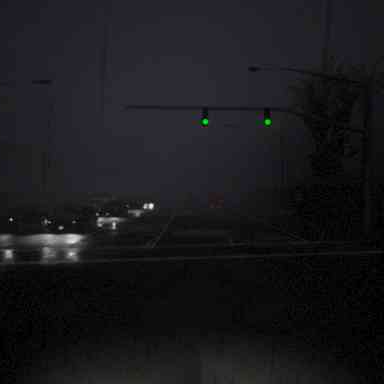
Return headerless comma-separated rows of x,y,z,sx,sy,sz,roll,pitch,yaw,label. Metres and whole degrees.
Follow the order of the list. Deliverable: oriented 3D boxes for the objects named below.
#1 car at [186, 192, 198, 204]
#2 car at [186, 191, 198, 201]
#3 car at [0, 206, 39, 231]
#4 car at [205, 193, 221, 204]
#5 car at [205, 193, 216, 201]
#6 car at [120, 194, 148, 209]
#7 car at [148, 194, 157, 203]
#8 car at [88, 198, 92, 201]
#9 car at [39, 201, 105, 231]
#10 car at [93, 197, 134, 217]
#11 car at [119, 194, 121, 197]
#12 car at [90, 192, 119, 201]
0.004,1.146,51.849,2.033,1.411,5.357,0,1,0,car
0.003,0.779,62.345,2.097,1.767,4.553,0,1,0,car
-10.599,1.568,20.318,1.895,1.301,4.718,0,0,0,car
3.503,1.195,52.246,1.895,1.301,4.718,0,1,0,car
3.503,0.955,62.377,1.812,1.442,4.674,0,1,0,car
-7.028,1.241,40.931,1.882,1.535,5.008,0,1,0,car
-7.005,1.028,55.356,2.128,1.511,4.902,0,1,0,car
-10.584,1.463,29.122,1.994,1.385,4.181,0,0,0,car
-7.129,1.513,20.509,2.033,1.411,5.357,0,0,-2,car
-7.083,1.436,30.581,2.033,1.411,5.357,0,1,1,car
-10.519,1.084,50.822,1.882,1.535,5.008,0,1,0,car
-10.537,1.010,38.966,2.150,2.045,5.566,0,1,0,car
